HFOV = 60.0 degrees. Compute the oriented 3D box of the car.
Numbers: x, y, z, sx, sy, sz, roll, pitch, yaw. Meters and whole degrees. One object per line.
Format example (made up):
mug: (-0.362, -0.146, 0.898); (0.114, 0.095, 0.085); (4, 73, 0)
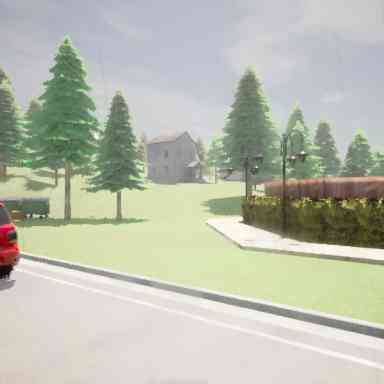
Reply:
car: (-6.799, 1.222, 8.842); (5.566, 2.045, 2.150); (0, 0, 35)
